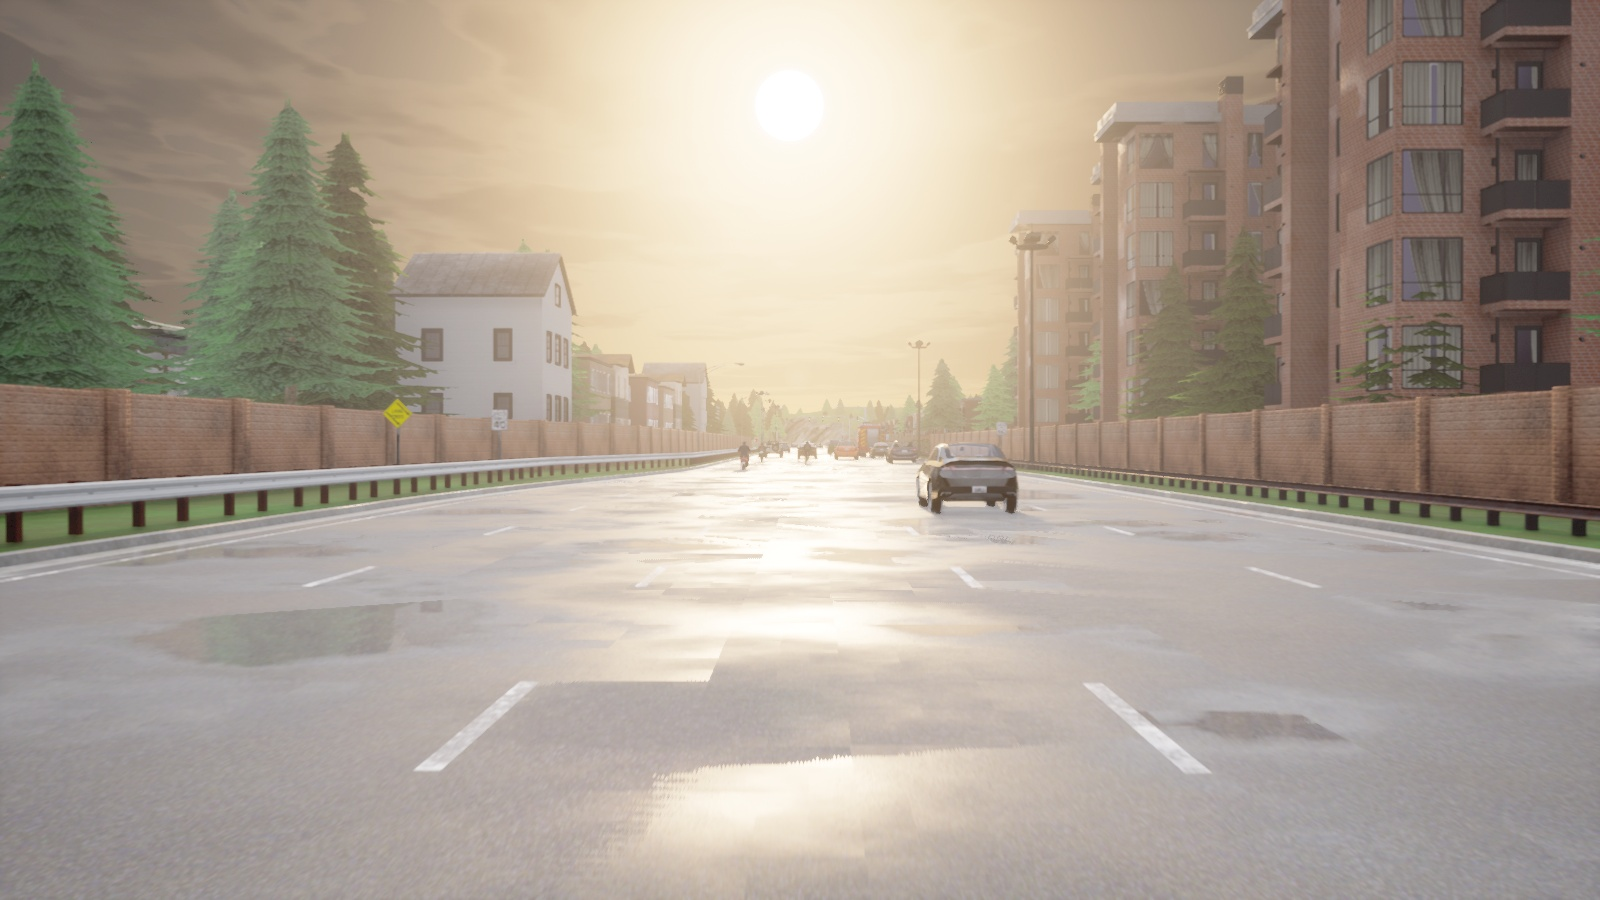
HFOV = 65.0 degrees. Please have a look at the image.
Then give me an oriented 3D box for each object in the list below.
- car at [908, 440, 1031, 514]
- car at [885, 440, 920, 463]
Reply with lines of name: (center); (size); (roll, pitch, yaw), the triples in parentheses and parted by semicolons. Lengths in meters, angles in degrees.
car: (3.676, 0.547, 28.164); (2.128, 1.511, 4.902); (0, 0, 0)
car: (7.543, 0.075, 92.579); (2.242, 1.667, 4.611); (0, 0, 0)
